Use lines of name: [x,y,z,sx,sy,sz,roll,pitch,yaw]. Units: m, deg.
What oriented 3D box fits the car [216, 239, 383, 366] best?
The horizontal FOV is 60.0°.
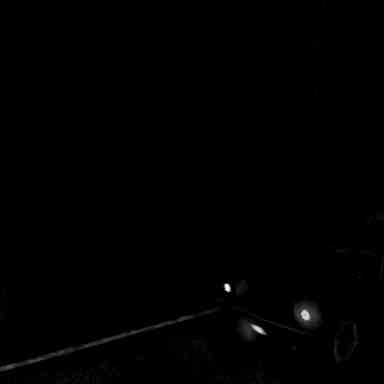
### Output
car: [2.724,1.585,5.886,4.718,1.301,1.895,0,0,-35]
